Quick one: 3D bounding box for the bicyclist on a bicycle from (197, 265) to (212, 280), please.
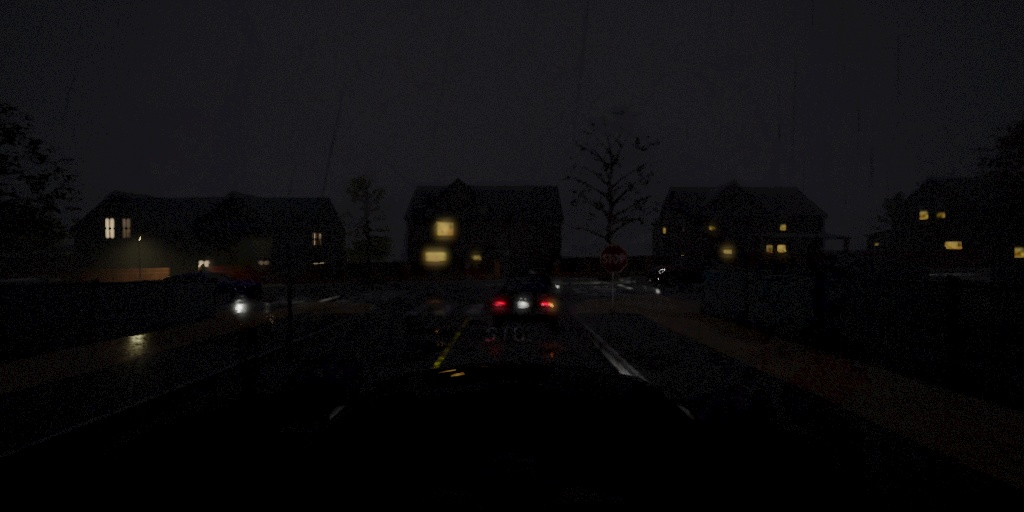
[{"bbox_3d":[-20.152,1.401,23.567,0.582,1.620,1.656,-1,1,0],"label":"bicyclist on a bicycle"}]

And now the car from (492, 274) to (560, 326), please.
[{"bbox_3d":[0.566,1.292,11.655,2.033,1.411,5.357,0,0,6],"label":"car"}]

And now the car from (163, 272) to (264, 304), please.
[{"bbox_3d":[-15.085,1.549,17.724,5.008,1.535,1.882,-1,1,0],"label":"car"}]

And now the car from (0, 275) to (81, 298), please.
[{"bbox_3d":[-24.295,1.815,17.720,4.674,1.442,1.812,-1,1,0],"label":"car"}]

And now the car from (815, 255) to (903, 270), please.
[{"bbox_3d":[19.612,0.698,20.698,4.902,1.511,2.128,-1,1,0],"label":"car"}]

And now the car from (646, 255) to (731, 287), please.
[{"bbox_3d":[10.178,0.781,20.692,4.553,1.767,2.097,-1,1,0],"label":"car"}]
